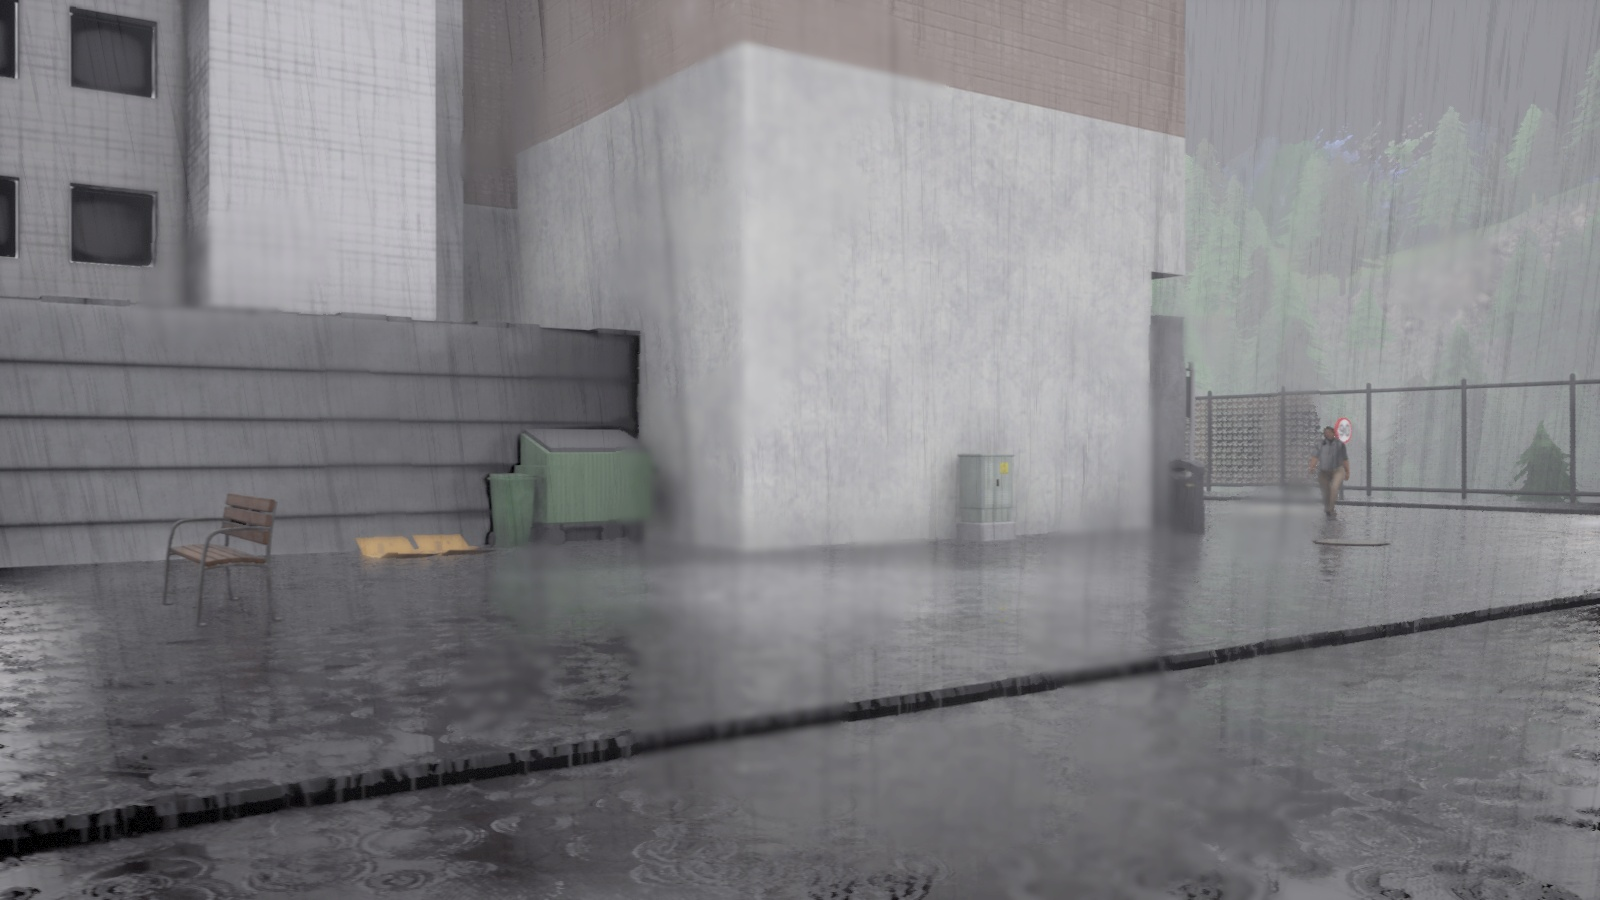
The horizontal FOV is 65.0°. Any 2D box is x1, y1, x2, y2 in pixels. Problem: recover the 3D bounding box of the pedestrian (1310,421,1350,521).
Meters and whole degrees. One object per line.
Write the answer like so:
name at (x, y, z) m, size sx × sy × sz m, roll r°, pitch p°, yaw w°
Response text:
pedestrian at (9.935, 0.386, 23.542) m, size 0.540 × 1.848 × 0.694 m, roll 0°, pitch 0°, yaw 37°
